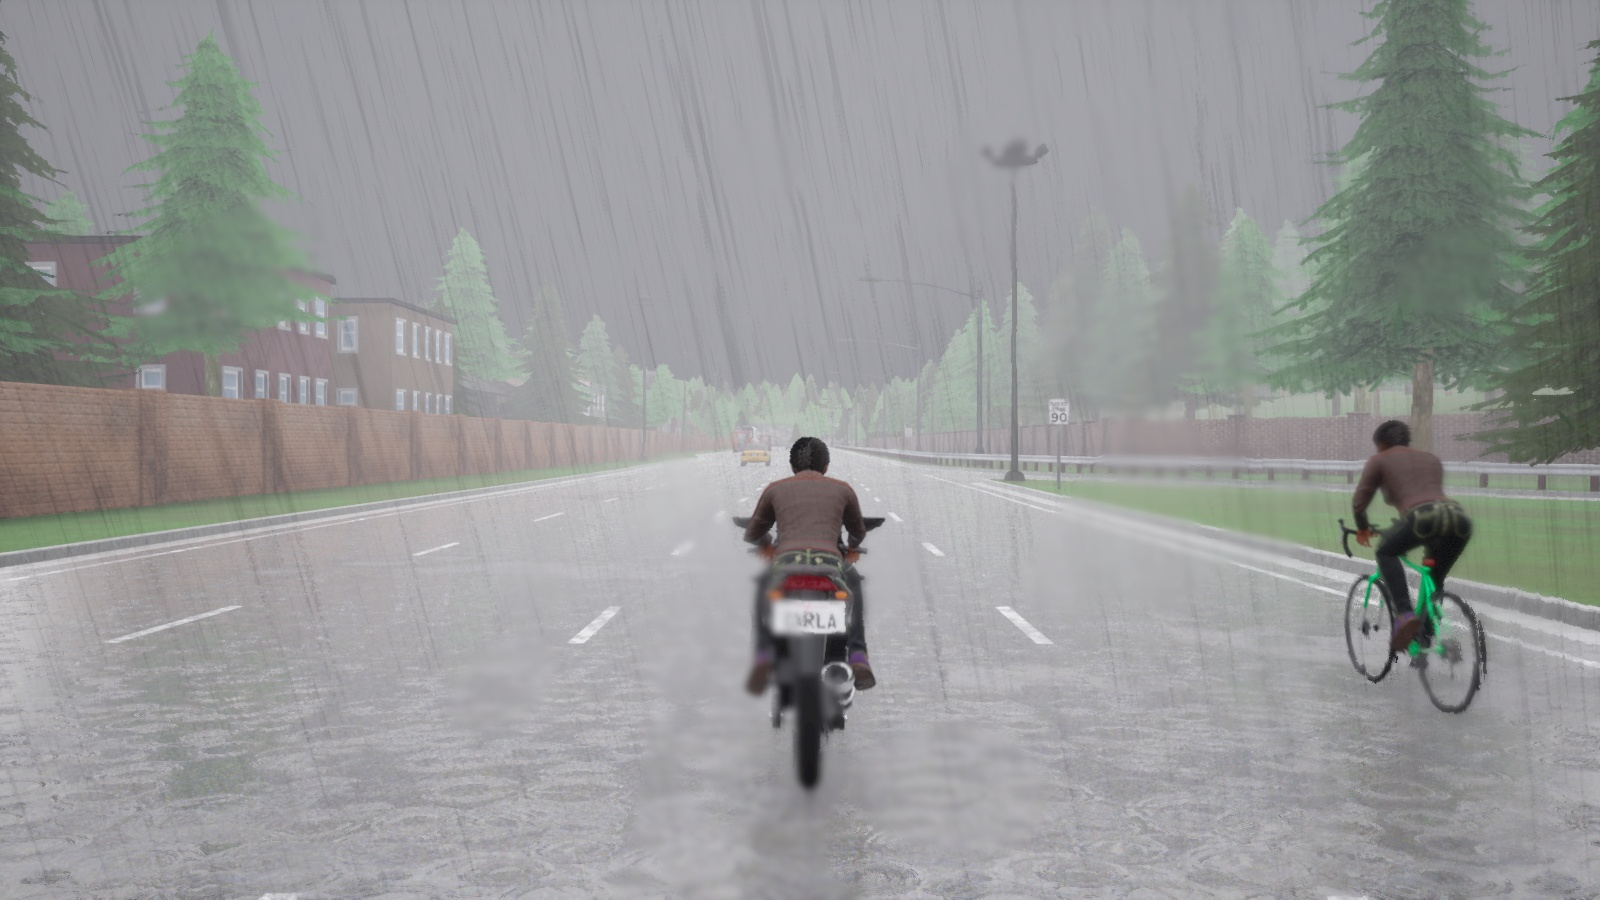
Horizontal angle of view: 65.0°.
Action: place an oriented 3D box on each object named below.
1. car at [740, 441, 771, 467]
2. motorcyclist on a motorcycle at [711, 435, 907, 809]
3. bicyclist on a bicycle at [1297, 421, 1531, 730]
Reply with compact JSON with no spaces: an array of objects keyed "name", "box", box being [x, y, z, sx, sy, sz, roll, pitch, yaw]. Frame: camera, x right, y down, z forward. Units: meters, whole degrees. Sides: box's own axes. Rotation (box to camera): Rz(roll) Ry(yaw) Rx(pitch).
[{"name":"car","box":[-2.822,0.228,80.615,1.801,1.575,5.366,0,0,0]},{"name":"motorcyclist on a motorcycle","box":[0.045,0.694,6.131,0.797,1.523,2.044,0,0,1]},{"name":"bicyclist on a bicycle","box":[3.551,0.660,7.419,0.582,1.620,1.656,0,0,1]}]
